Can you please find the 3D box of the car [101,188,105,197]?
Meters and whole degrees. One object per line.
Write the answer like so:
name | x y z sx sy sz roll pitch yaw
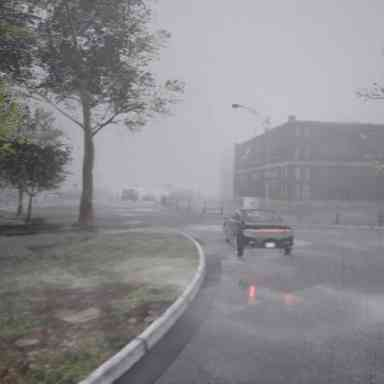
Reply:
car | -22.186 0.370 72.573 4.892 1.521 2.231 0 1 1

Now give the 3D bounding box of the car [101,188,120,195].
car | -21.869 -0.110 89.107 4.553 1.767 2.185 0 1 1

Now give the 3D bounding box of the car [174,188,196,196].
car | -1.730 -0.037 87.071 5.566 2.045 2.435 0 1 1

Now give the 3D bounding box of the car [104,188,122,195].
car | -21.813 -0.167 91.862 4.553 1.767 2.185 0 1 1

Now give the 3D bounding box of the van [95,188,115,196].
van | -21.834 -0.093 83.589 4.442 1.987 1.878 0 1 1

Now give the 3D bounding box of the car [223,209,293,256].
car | 2.337 1.390 12.685 2.128 1.511 4.902 0 1 -2

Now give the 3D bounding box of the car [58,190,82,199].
car | -22.375 0.451 61.536 4.553 1.767 2.185 0 1 1

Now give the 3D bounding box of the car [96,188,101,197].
car | -22.205 0.298 69.808 4.553 1.767 2.185 0 1 1

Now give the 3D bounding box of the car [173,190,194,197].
car | -1.879 0.401 78.617 4.892 1.521 2.231 0 1 1

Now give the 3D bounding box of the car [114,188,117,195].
car | -21.824 0.190 80.836 5.366 1.575 1.946 0 1 1

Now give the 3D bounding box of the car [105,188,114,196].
car | -22.093 -0.001 78.079 5.566 2.045 2.435 0 1 1

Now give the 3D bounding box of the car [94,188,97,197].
car | -22.291 0.516 67.056 4.674 1.452 2.002 0 1 1

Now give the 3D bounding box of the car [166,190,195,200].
car | -2.327 0.808 59.288 4.792 1.488 2.163 0 1 1

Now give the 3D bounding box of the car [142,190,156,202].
car | -6.910 0.894 54.059 2.033 1.411 5.357 0 1 -1

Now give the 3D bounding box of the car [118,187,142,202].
car | -9.872 0.555 53.346 2.150 2.045 5.566 0 1 0

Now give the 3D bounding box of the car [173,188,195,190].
car | -2.150 0.564 64.717 4.553 1.767 2.185 0 1 1
